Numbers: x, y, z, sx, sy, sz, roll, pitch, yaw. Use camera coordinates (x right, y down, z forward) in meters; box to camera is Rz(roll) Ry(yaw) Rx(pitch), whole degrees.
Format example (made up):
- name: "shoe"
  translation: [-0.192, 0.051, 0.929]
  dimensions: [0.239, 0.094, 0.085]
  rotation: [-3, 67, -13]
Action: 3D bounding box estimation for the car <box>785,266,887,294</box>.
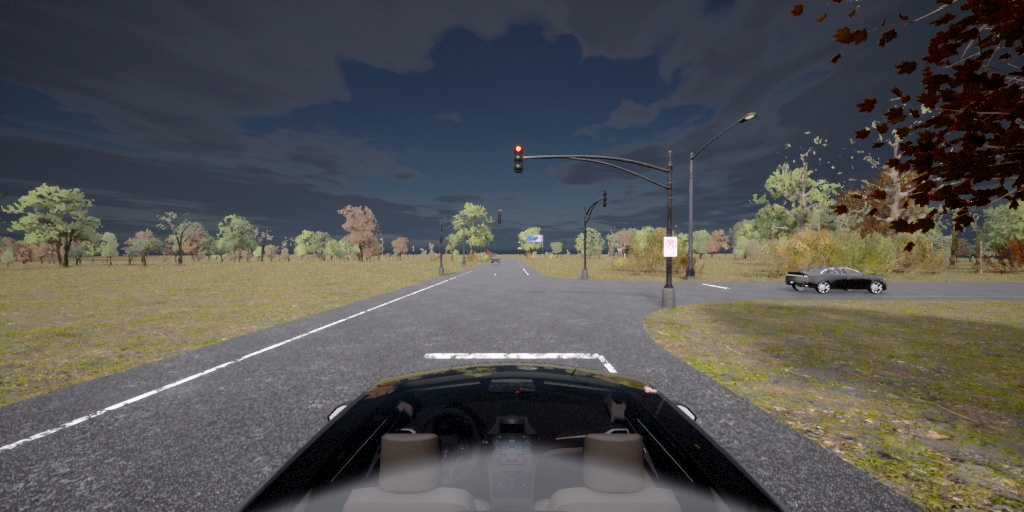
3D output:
- name: "car"
  translation: [18.329, 1.309, 20.360]
  dimensions: [4.902, 1.511, 2.128]
  rotation: [0, 1, 0]
